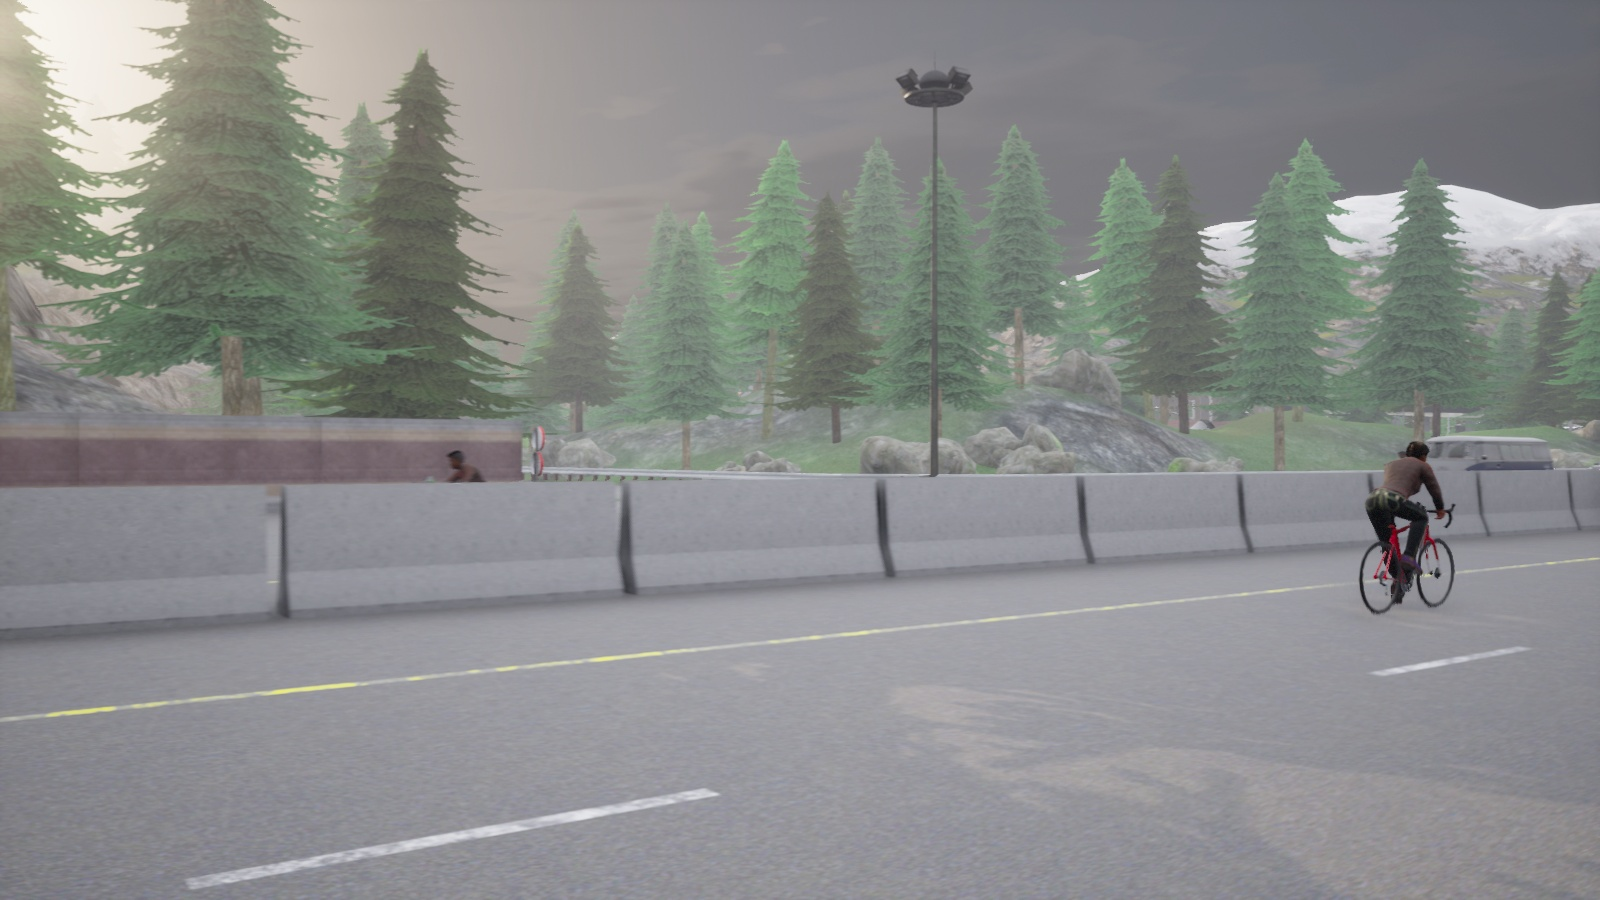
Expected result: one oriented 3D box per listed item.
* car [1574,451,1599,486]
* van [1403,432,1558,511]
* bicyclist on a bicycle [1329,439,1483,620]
[{"bbox_3d":[34.898,0.767,53.446,3.806,1.475,1.970,0,0,-35],"label":"car"},{"bbox_3d":[18.070,0.541,33.285,4.442,1.987,1.775,0,0,-35],"label":"van"},{"bbox_3d":[5.782,0.715,11.946,1.656,1.620,0.582,0,0,-35],"label":"bicyclist on a bicycle"}]
